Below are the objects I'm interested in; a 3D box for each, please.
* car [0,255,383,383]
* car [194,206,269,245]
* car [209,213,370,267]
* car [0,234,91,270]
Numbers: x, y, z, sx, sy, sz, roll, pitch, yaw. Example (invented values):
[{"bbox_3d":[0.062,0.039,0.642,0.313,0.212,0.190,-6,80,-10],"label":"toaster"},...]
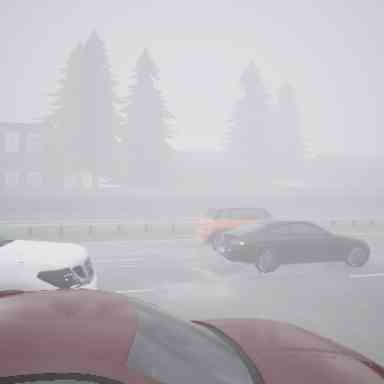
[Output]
[{"bbox_3d":[-0.820,1.478,2.159,5.008,1.535,1.882,0,0,-13],"label":"car"},{"bbox_3d":[2.436,1.351,13.710,4.553,1.767,2.097,0,0,-13],"label":"car"},{"bbox_3d":[3.111,1.526,10.273,4.674,1.442,1.812,0,0,-13],"label":"car"},{"bbox_3d":[-4.302,1.220,4.937,5.566,2.045,2.150,0,0,-13],"label":"car"}]
